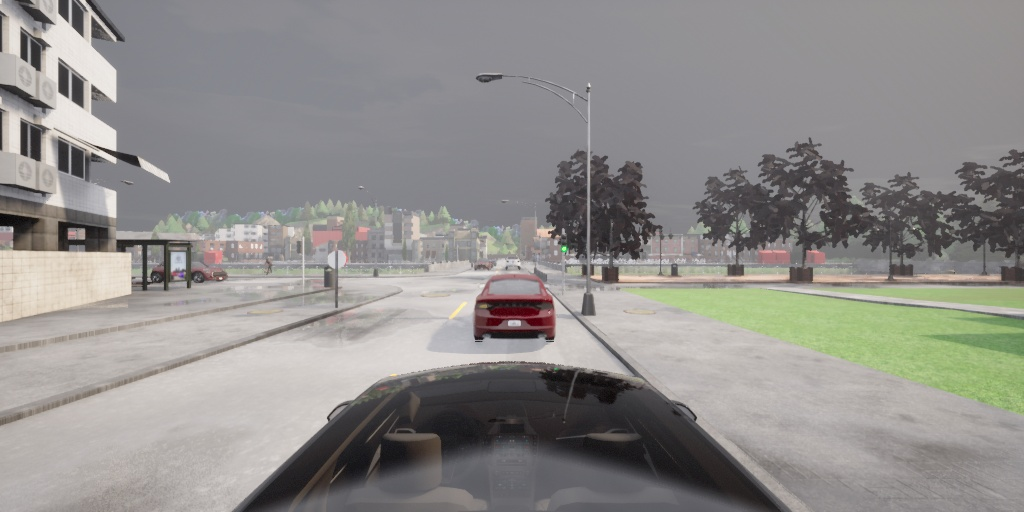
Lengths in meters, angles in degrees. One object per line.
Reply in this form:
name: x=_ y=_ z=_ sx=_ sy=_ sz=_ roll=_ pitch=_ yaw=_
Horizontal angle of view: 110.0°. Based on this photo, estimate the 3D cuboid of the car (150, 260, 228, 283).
car: x=-24.078 y=1.102 z=26.886 sx=4.553 sy=1.767 sz=2.097 roll=0 pitch=0 yaw=0

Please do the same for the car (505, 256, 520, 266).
car: x=0.142 y=0.971 z=56.812 sx=2.150 sy=2.045 sz=5.566 roll=0 pitch=0 yaw=0

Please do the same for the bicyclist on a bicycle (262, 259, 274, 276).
bicyclist on a bicycle: x=-24.004 y=1.099 z=35.283 sx=0.582 sy=1.620 sz=1.656 roll=0 pitch=0 yaw=0

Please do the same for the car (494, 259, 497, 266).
car: x=-4.043 y=1.241 z=59.525 sx=2.128 sy=1.511 sz=4.902 roll=0 pitch=0 yaw=0

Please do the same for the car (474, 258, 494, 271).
car: x=-4.063 y=1.102 z=50.281 sx=2.097 sy=1.767 sz=4.553 roll=0 pitch=0 yaw=0

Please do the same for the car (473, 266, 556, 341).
car: x=0.071 y=1.228 z=9.894 sx=1.882 sy=1.535 sz=5.008 roll=0 pitch=0 yaw=0
